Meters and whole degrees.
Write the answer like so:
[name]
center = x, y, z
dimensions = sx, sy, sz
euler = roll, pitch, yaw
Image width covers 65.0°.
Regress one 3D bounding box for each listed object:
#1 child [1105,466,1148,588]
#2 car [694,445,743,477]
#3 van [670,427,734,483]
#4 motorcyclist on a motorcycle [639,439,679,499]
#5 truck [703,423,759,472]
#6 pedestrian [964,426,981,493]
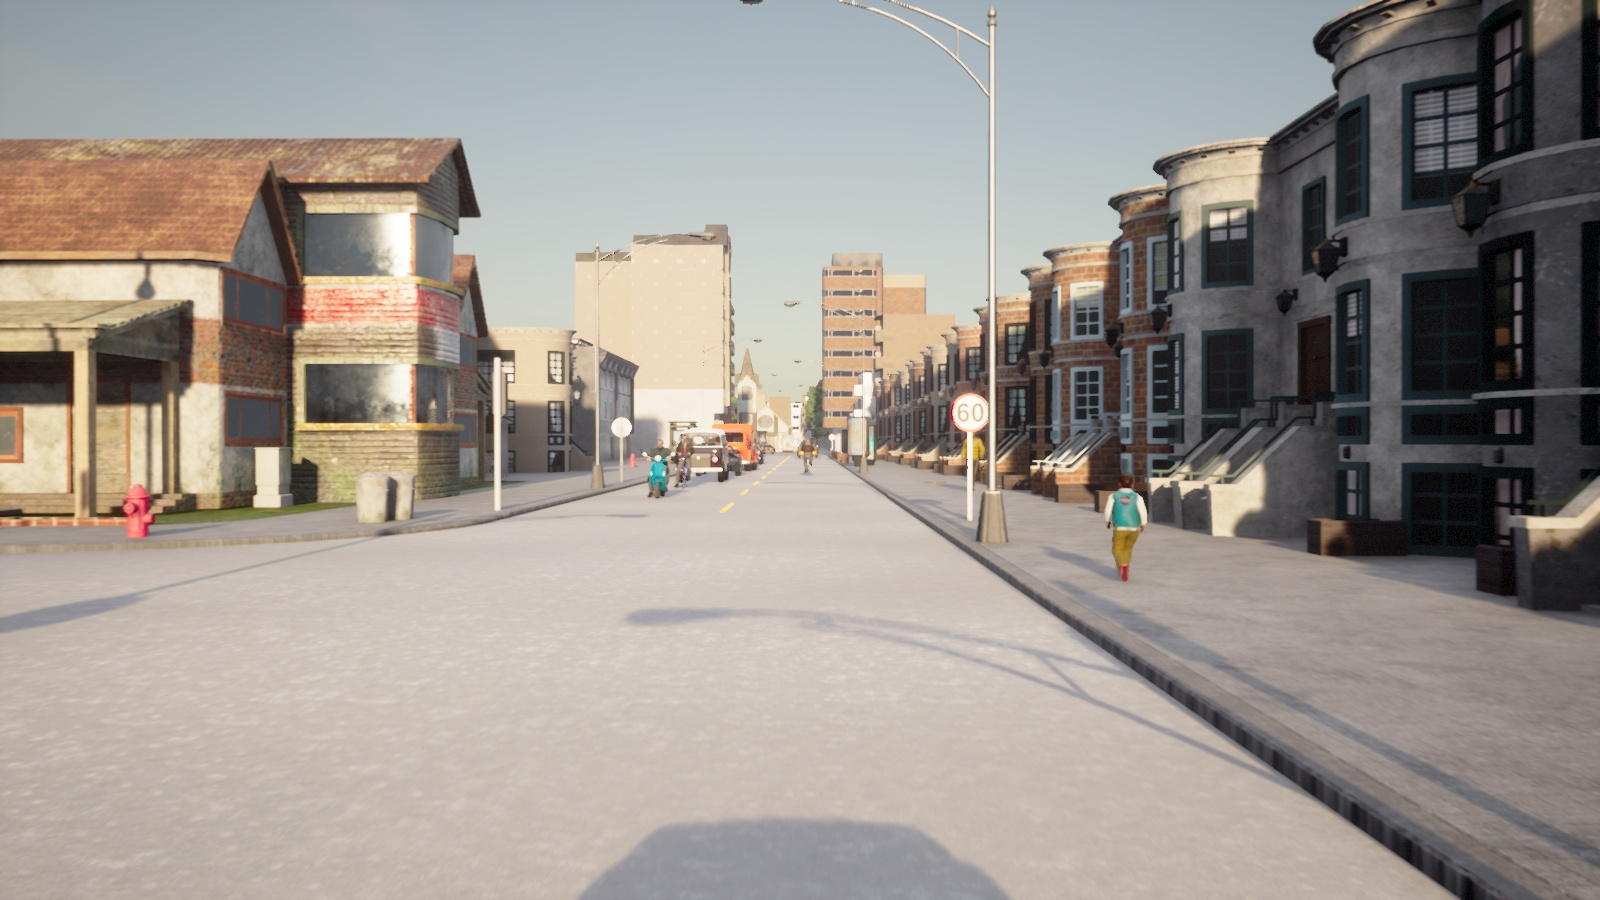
[child]
center = 3.273, 0.762, 12.605
dimensions = 0.343, 1.192, 0.448
euler = 0, 0, 6
[car]
center = -3.640, 0.461, 56.846
dimensions = 1.994, 1.385, 4.181
euler = 0, 0, 0
[van]
center = -3.691, 0.175, 47.859
dimensions = 2.069, 2.038, 4.480
euler = 0, 0, 0
[motorcyclist on a motorcycle]
center = -3.780, 0.491, 33.815
dimensions = 0.866, 1.590, 1.817
euler = 0, 0, 0
[truck]
center = -3.571, -0.148, 66.211
dimensions = 2.627, 2.467, 5.204
euler = 0, 0, 0
[pedestrian]
center = 4.791, 0.247, 34.866
dimensions = 0.431, 1.840, 0.709
euler = 0, 0, 6
